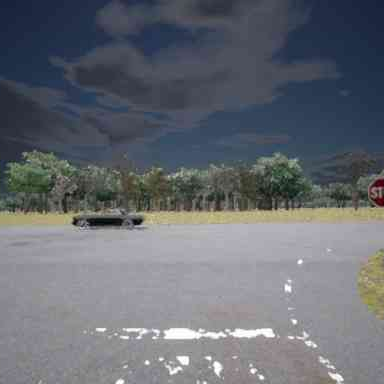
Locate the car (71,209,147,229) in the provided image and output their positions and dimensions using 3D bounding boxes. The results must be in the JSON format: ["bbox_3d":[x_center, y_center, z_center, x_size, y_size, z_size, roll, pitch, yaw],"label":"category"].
[{"bbox_3d":[-5.423,1.772,22.003,4.718,1.301,1.895,0,-2,0],"label":"car"}]
